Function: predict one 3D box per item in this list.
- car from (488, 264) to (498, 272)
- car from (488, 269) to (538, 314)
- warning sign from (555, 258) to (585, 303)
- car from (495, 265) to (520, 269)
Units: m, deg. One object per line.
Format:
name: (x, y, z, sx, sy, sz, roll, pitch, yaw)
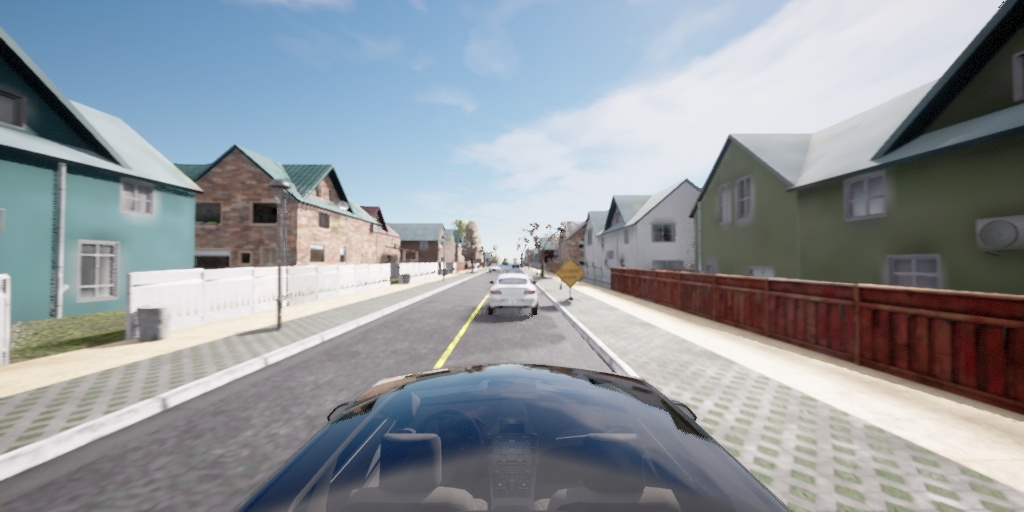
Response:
car: (-2.812, 2.024, 58.678, 1.812, 1.442, 4.674, 0, -1, 0)
car: (0.046, 1.421, 14.473, 1.812, 1.442, 4.674, 0, -1, 1)
warning sign: (2.517, 1.021, 15.407, 1.300, 1.860, 1.060, 0, 0, 0)
car: (0.020, 1.601, 27.097, 2.033, 1.411, 5.357, 0, -1, 1)
